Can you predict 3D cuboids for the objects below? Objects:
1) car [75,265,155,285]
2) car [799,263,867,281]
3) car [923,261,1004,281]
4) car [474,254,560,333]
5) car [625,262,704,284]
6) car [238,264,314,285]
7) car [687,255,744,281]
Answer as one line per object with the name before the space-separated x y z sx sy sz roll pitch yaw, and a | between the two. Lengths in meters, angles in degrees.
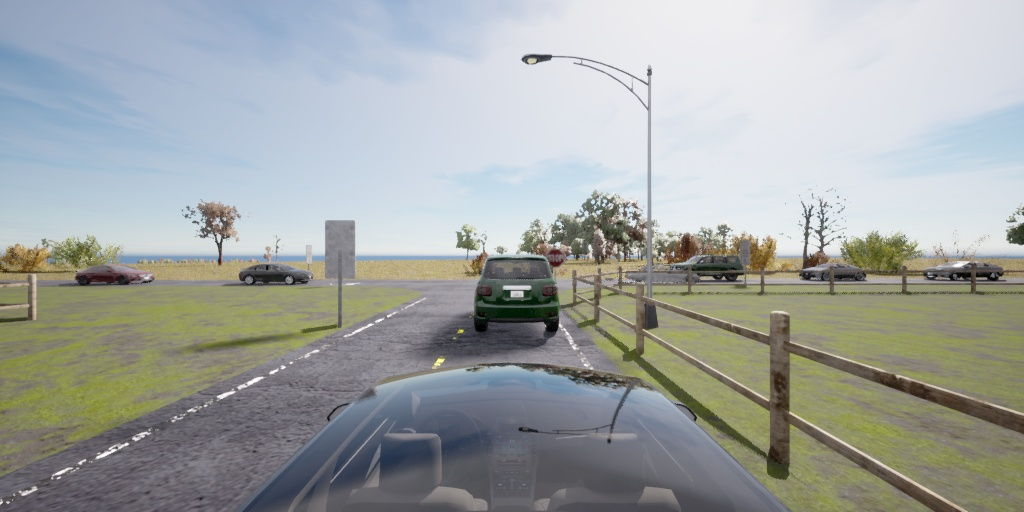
car | -28.970 1.353 26.180 4.674 1.442 1.812 0 0 1
car | 25.477 1.250 28.569 4.181 1.385 1.994 0 0 0
car | 35.686 1.165 28.450 4.902 1.511 2.128 0 0 1
car | 0.122 0.971 10.931 2.150 2.045 5.566 0 0 0
car | 10.772 1.321 25.766 4.718 1.301 1.895 0 0 1
car | -17.053 1.298 26.046 4.892 1.490 1.837 0 0 1
car | 15.436 0.929 28.672 5.566 2.045 2.150 0 0 0
